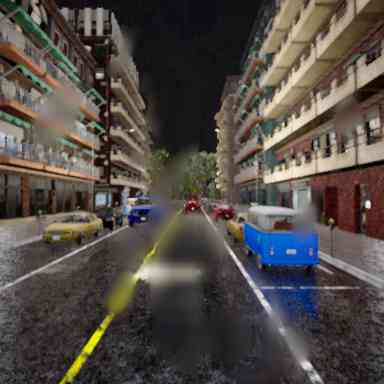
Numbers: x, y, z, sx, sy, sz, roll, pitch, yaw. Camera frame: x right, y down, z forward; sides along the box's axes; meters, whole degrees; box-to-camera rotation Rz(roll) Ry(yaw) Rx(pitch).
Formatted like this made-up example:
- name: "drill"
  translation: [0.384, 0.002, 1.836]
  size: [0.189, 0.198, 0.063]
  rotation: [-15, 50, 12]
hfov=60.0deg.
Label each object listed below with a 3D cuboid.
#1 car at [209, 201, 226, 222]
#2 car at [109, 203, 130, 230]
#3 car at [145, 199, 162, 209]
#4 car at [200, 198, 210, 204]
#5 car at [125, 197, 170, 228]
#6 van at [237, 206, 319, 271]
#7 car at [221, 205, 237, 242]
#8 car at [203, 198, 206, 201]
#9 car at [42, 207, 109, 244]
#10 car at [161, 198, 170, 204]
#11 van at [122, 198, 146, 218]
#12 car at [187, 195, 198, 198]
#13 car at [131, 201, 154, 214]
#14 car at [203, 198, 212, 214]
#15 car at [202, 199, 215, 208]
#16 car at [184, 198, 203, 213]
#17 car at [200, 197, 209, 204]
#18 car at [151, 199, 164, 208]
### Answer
- name: "car"
  translation: [2.681, 1.694, 27.600]
  size: [1.887, 1.381, 4.507]
  rotation: [1, 0, 0]
- name: "car"
  translation: [-5.679, 1.685, 22.069]
  size: [1.947, 1.339, 4.313]
  rotation: [1, 0, 0]
- name: "car"
  translation: [-5.679, 1.820, 49.924]
  size: [2.008, 1.369, 4.403]
  rotation: [1, 0, 0]
- name: "car"
  translation: [2.839, 1.940, 72.168]
  size: [2.008, 1.369, 4.403]
  rotation: [1, 0, 0]
- name: "car"
  translation: [-3.055, 1.352, 23.811]
  size: [2.150, 2.045, 5.566]
  rotation: [0, -1, 1]
- name: "van"
  translation: [2.707, 1.400, 10.888]
  size: [1.690, 1.788, 3.998]
  rotation: [1, 0, 0]
- name: "car"
  translation: [2.709, 1.615, 16.628]
  size: [1.752, 1.417, 4.829]
  rotation: [1, 0, 0]
- name: "car"
  translation: [2.668, 1.821, 44.313]
  size: [1.802, 1.307, 4.206]
  rotation: [1, 0, 0]
- name: "car"
  translation: [-5.678, 1.614, 16.328]
  size: [1.752, 1.417, 4.829]
  rotation: [1, 0, 0]
- name: "car"
  translation: [-5.767, 1.974, 72.611]
  size: [1.802, 1.307, 4.206]
  rotation: [1, 0, 0]
- name: "van"
  translation: [-5.676, 1.521, 33.212]
  size: [1.690, 1.788, 3.998]
  rotation: [1, 0, 0]
- name: "car"
  translation: [0.104, 1.523, 56.149]
  size: [2.150, 2.045, 5.566]
  rotation: [0, 0, 0]
- name: "car"
  translation: [-5.679, 1.760, 38.781]
  size: [2.008, 1.369, 4.403]
  rotation: [1, 0, 0]
- name: "car"
  translation: [2.668, 1.775, 38.742]
  size: [1.947, 1.339, 4.313]
  rotation: [1, 0, 0]
- name: "car"
  translation: [2.669, 1.850, 55.455]
  size: [2.008, 1.369, 4.403]
  rotation: [1, 0, 0]
- name: "car"
  translation: [0.101, 1.743, 40.282]
  size: [1.812, 1.442, 4.674]
  rotation: [0, 0, 0]
- name: "car"
  translation: [2.840, 1.970, 77.739]
  size: [2.008, 1.369, 4.403]
  rotation: [1, 0, 0]
- name: "car"
  translation: [-5.679, 1.882, 55.494]
  size: [1.802, 1.307, 4.206]
  rotation: [1, 0, 0]
